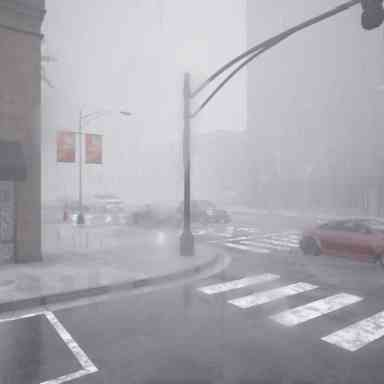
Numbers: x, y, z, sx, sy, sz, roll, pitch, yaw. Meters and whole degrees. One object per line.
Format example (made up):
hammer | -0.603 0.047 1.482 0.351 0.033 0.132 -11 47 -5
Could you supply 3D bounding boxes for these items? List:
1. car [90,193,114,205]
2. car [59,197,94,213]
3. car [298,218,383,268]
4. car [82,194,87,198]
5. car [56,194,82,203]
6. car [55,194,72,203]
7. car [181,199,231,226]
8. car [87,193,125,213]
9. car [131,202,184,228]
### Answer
car | -15.480 1.130 57.180 2.150 2.045 5.566 0 0 -36
car | -12.648 1.550 36.244 1.895 1.301 4.718 0 0 -36
car | 5.625 1.560 10.852 1.994 1.385 4.181 0 0 -36
car | -21.522 1.244 65.473 2.097 1.767 4.553 0 0 -32
car | -18.722 1.061 50.392 1.812 1.442 4.674 0 0 -36
car | -25.103 1.247 64.986 2.097 1.767 4.553 0 0 -36
car | 0.662 1.324 23.303 2.097 1.767 4.553 0 0 -36
car | -9.582 1.166 37.542 2.150 2.045 5.566 0 0 -36
car | -2.427 1.500 22.034 1.812 1.442 4.674 0 0 -36
